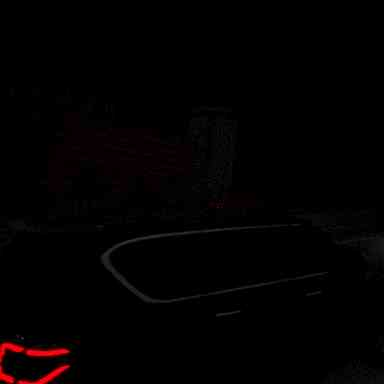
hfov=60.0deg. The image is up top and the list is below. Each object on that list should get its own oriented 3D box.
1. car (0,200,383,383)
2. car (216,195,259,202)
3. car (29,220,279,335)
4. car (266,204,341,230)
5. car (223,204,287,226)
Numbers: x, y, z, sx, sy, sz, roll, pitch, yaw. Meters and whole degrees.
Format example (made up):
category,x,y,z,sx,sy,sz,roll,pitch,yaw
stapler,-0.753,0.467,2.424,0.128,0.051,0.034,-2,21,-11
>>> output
category,x,y,z,sx,sy,sz,roll,pitch,yaw
car,0.537,1.228,4.128,5.566,2.045,2.150,0,0,-35
car,3.451,1.262,27.948,5.566,2.045,2.150,0,0,-35
car,-0.602,1.556,7.616,5.357,1.411,2.033,0,0,-35
car,7.564,1.589,22.283,5.357,1.411,2.033,0,0,-35
car,4.737,1.641,24.565,4.718,1.301,1.895,0,0,-35
